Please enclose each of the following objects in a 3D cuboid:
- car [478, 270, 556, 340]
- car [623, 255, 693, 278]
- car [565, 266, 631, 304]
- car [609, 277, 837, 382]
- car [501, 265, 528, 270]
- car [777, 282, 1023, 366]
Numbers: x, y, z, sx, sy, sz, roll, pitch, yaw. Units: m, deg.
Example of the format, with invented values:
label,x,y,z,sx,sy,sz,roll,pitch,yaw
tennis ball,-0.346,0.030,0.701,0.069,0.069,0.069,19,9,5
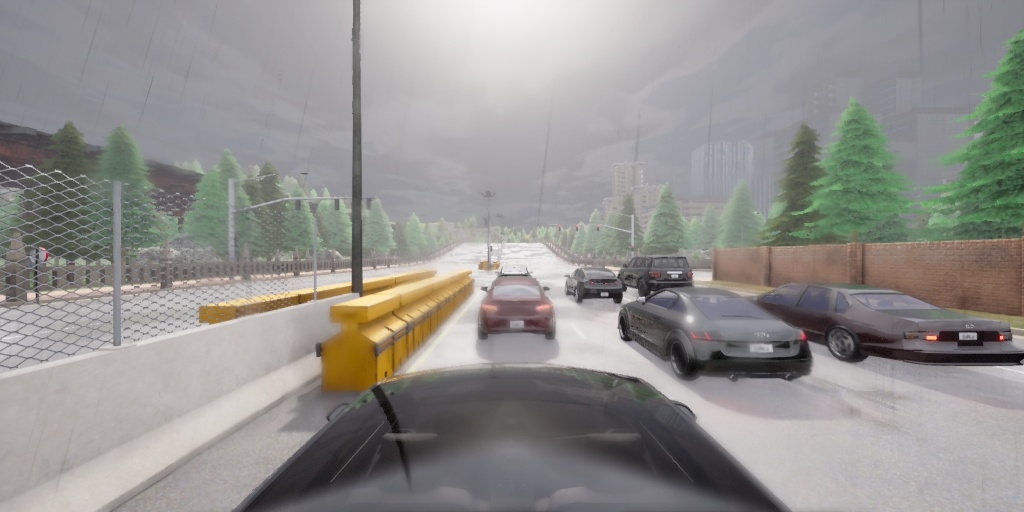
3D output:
label,x,y,z,sx,sy,sz,roll,pitch,yaw
car,0.109,1.276,9.863,1.812,1.442,4.674,0,0,0
car,7.114,0.972,18.341,2.150,2.045,5.566,0,0,0
car,3.613,1.255,16.401,1.837,1.490,4.892,0,0,0
car,3.610,1.314,7.234,1.994,1.385,4.181,0,0,-1
car,0.116,1.241,19.109,2.128,1.511,4.902,0,0,0
car,7.106,1.297,8.099,2.033,1.411,5.357,0,0,0
